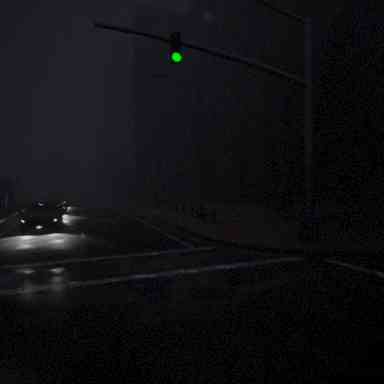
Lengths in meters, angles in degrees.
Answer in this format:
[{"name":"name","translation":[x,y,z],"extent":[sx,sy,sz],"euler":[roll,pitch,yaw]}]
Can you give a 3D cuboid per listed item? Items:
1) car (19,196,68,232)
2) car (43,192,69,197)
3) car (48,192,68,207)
[{"name":"car","translation":[-7.956,1.193,17.876],"extent":[2.033,1.411,5.357],"euler":[-1,2,-20]},{"name":"car","translation":[-11.351,0.802,27.296],"extent":[2.097,1.767,4.553],"euler":[-1,2,-20]},{"name":"car","translation":[-14.716,0.760,36.700],"extent":[1.837,1.490,4.892],"euler":[-1,2,-19]}]
